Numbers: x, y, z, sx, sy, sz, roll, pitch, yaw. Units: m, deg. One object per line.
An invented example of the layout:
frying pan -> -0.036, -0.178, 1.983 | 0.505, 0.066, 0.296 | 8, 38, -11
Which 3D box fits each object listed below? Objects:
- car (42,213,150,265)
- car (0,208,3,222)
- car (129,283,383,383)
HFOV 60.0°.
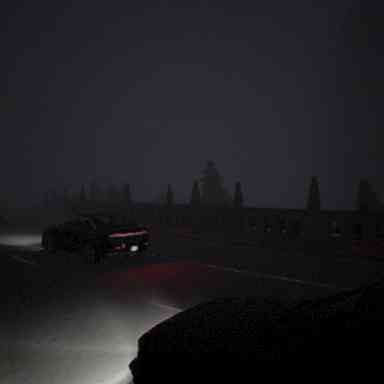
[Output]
car -> -3.540, 1.496, 11.757 | 4.902, 1.511, 2.128 | 0, 0, 42
car -> -15.704, 1.535, 25.534 | 2.033, 1.411, 5.357 | 0, 0, -35
car -> 1.941, 1.557, 2.645 | 5.357, 1.411, 2.033 | 0, 0, 36
